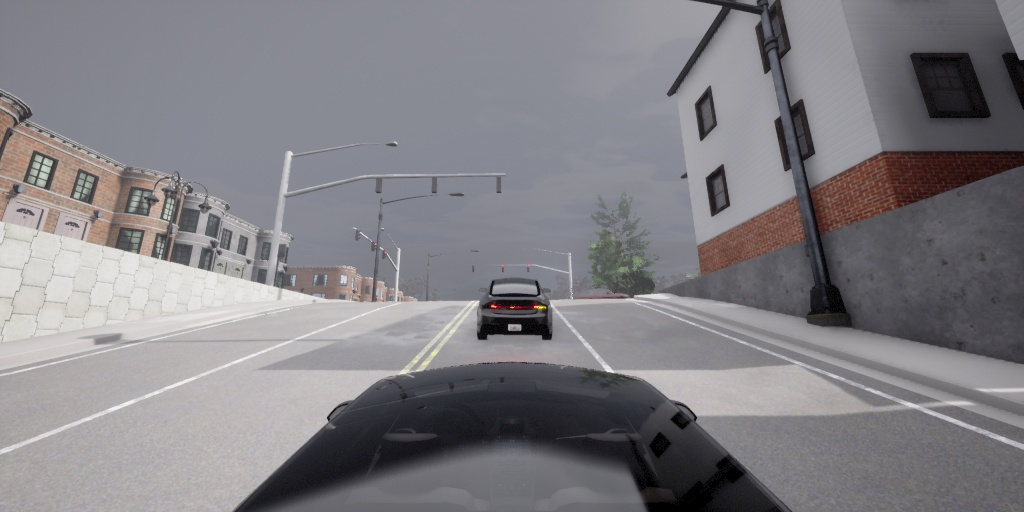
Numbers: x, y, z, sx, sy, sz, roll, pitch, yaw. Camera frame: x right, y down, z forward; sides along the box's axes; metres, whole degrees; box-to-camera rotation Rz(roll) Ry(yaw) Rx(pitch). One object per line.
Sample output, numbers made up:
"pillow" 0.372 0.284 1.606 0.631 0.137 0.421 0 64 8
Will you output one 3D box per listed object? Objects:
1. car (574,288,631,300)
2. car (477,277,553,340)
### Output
"car" 7.238 3.408 28.640 4.553 1.767 2.097 -4 -14 16
"car" 0.076 1.351 10.332 1.837 1.490 4.892 0 0 0
